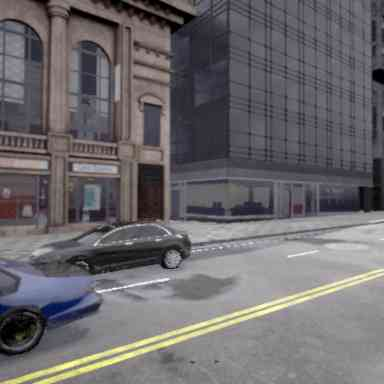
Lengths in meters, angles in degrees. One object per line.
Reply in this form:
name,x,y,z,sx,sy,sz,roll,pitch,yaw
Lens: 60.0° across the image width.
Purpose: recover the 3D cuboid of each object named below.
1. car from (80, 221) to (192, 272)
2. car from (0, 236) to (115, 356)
car,-2.251,1.673,10.096,4.892,1.490,1.837,0,-1,-37
car,-4.065,1.659,4.690,5.357,1.411,2.033,0,-1,-37
